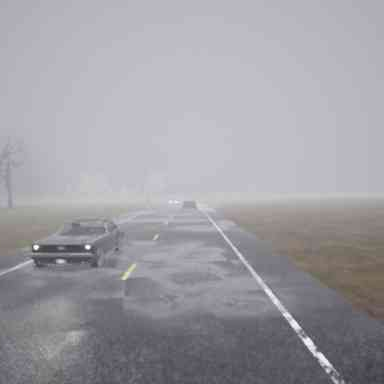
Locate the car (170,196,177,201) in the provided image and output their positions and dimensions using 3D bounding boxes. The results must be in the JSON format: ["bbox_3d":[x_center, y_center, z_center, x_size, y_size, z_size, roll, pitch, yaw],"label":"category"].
[{"bbox_3d":[-5.069,1.860,90.166,1.895,1.301,4.718,0,0,-2],"label":"car"}]

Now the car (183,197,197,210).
[{"bbox_3d":[-0.342,1.579,45.781,1.882,1.535,5.008,0,0,-1],"label":"car"}]

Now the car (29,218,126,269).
[{"bbox_3d":[-3.640,1.626,11.429,1.895,1.301,4.718,0,0,0],"label":"car"}]

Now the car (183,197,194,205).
[{"bbox_3d":[-0.710,1.650,63.120,2.128,1.511,4.902,0,0,-1],"label":"car"}]
